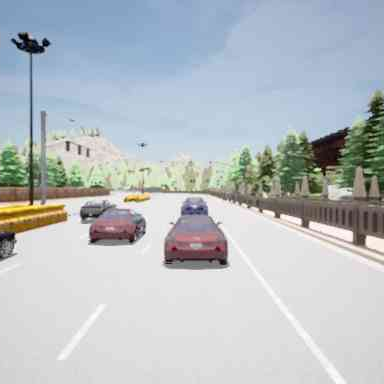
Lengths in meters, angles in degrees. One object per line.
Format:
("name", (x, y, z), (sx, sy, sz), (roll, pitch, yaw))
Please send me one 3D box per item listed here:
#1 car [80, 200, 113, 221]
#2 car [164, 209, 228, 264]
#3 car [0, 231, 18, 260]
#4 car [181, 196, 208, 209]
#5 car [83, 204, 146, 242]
("car", (-6.811, 1.312, 24.850), (2.128, 1.511, 4.902), (0, 1, 0))
("car", (0.127, 1.494, 11.576), (1.994, 1.385, 4.181), (0, 0, 0))
("car", (-6.884, 1.551, 9.224), (1.895, 1.301, 4.718), (0, 0, 0))
("car", (0.202, 1.154, 26.928), (2.097, 1.767, 4.553), (0, 0, 0))
("car", (-3.356, 1.460, 15.660), (1.994, 1.385, 4.181), (0, 0, 0))
